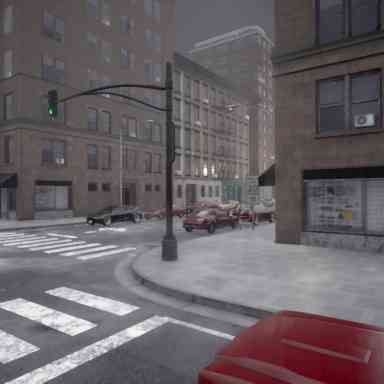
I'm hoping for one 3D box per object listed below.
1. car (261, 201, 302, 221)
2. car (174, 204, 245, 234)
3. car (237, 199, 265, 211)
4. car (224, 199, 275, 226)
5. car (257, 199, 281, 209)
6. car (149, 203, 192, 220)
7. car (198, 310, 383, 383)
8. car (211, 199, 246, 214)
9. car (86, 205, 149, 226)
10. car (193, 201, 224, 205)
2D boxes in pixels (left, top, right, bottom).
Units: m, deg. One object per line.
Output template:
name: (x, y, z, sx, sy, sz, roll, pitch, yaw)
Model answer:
car: (7.648, 1.494, 28.042, 1.752, 1.417, 4.829, 0, 0, 36)
car: (1.116, 1.554, 18.934, 1.802, 1.307, 4.206, 0, 0, 36)
car: (7.458, 1.598, 41.547, 1.802, 1.307, 4.206, 0, 0, 36)
car: (4.332, 1.411, 23.419, 1.967, 1.590, 4.097, 0, 0, 36)
car: (10.673, 1.599, 46.031, 1.802, 1.307, 4.206, 0, 0, 36)
car: (-2.190, 1.602, 28.094, 1.802, 1.307, 4.206, 0, 0, 36)
car: (2.294, 1.601, 2.052, 4.718, 1.301, 1.895, 0, 0, 36)
car: (4.142, 1.542, 36.925, 1.752, 1.417, 4.829, 0, 0, 36)
car: (-5.406, 1.588, 23.610, 1.947, 1.339, 4.313, 0, 0, 36)
car: (1.026, 1.563, 32.579, 1.887, 1.381, 4.507, 0, 0, 36)
